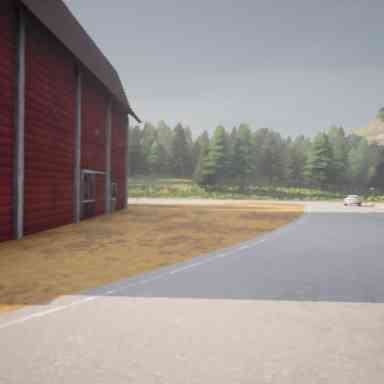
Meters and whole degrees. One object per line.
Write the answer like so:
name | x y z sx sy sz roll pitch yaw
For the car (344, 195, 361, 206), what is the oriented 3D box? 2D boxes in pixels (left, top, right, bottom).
car | 21.606 1.118 44.826 1.812 1.442 4.674 1 1 21
